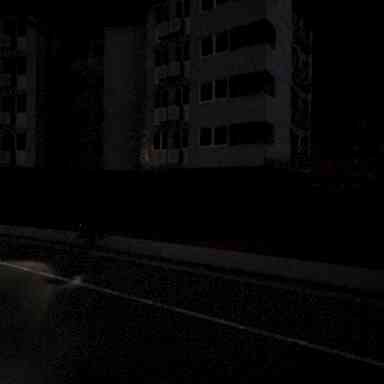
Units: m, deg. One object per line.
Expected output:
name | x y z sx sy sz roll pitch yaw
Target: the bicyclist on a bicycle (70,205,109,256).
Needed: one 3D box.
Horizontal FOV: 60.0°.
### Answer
bicyclist on a bicycle | -3.440 1.214 11.114 0.582 1.620 1.656 1 10 33
